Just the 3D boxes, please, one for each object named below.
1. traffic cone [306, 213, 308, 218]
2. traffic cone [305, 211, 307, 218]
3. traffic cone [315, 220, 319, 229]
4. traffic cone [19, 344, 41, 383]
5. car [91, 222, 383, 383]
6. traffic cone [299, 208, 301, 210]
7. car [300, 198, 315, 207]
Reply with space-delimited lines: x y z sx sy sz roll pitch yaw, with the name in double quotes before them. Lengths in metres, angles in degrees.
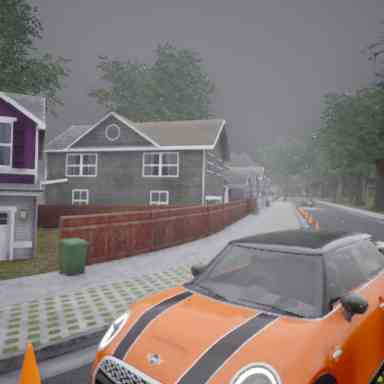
"traffic cone" 8.650 1.954 24.188 0.340 0.580 0.340 1 0 16
"traffic cone" 10.007 1.976 29.001 0.340 0.580 0.340 1 0 16
"traffic cone" 7.293 1.933 19.374 0.340 0.580 0.340 1 0 16
"traffic cone" -1.772 1.955 3.624 0.340 0.580 0.340 0 0 -40
"car" 1.100 1.351 4.103 2.097 1.767 4.553 0 0 43
"traffic cone" 11.365 1.997 33.814 0.340 0.580 0.340 1 0 16
"car" 18.616 1.652 53.646 2.128 1.511 4.902 1 0 11
